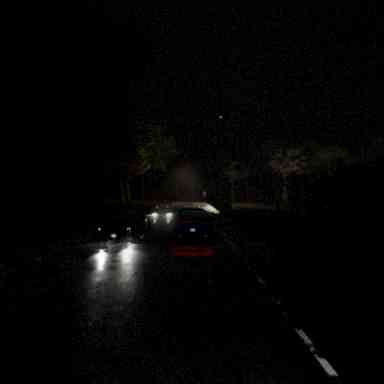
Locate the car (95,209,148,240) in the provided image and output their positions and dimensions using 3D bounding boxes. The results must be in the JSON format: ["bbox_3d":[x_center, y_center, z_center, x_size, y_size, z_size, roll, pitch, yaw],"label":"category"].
[{"bbox_3d":[-3.539,1.620,17.736,2.033,1.411,5.357,0,0,0],"label":"car"}]

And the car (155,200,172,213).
[{"bbox_3d":[-3.402,1.667,40.550,1.882,1.535,5.008,0,-1,0],"label":"car"}]

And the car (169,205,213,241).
[{"bbox_3d":[0.041,1.558,17.307,1.882,1.535,5.008,0,0,0],"label":"car"}]
